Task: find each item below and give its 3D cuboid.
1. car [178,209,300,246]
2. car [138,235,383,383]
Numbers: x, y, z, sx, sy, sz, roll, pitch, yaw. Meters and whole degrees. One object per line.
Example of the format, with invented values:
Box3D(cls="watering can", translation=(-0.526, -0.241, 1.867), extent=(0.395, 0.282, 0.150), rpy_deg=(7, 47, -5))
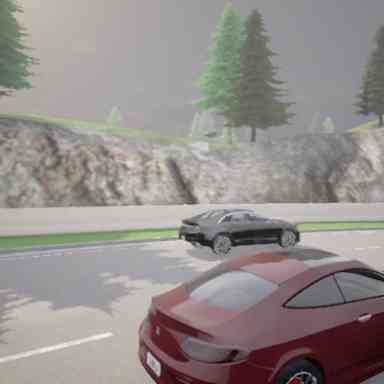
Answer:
Box3D(cls="car", translation=(1.890, 1.385, 12.585), extent=(4.902, 1.511, 2.128), rpy_deg=(0, 0, -25))
Box3D(cls="car", translation=(1.618, 1.491, 4.395), extent=(4.674, 1.442, 1.812), rpy_deg=(0, 0, -30))
